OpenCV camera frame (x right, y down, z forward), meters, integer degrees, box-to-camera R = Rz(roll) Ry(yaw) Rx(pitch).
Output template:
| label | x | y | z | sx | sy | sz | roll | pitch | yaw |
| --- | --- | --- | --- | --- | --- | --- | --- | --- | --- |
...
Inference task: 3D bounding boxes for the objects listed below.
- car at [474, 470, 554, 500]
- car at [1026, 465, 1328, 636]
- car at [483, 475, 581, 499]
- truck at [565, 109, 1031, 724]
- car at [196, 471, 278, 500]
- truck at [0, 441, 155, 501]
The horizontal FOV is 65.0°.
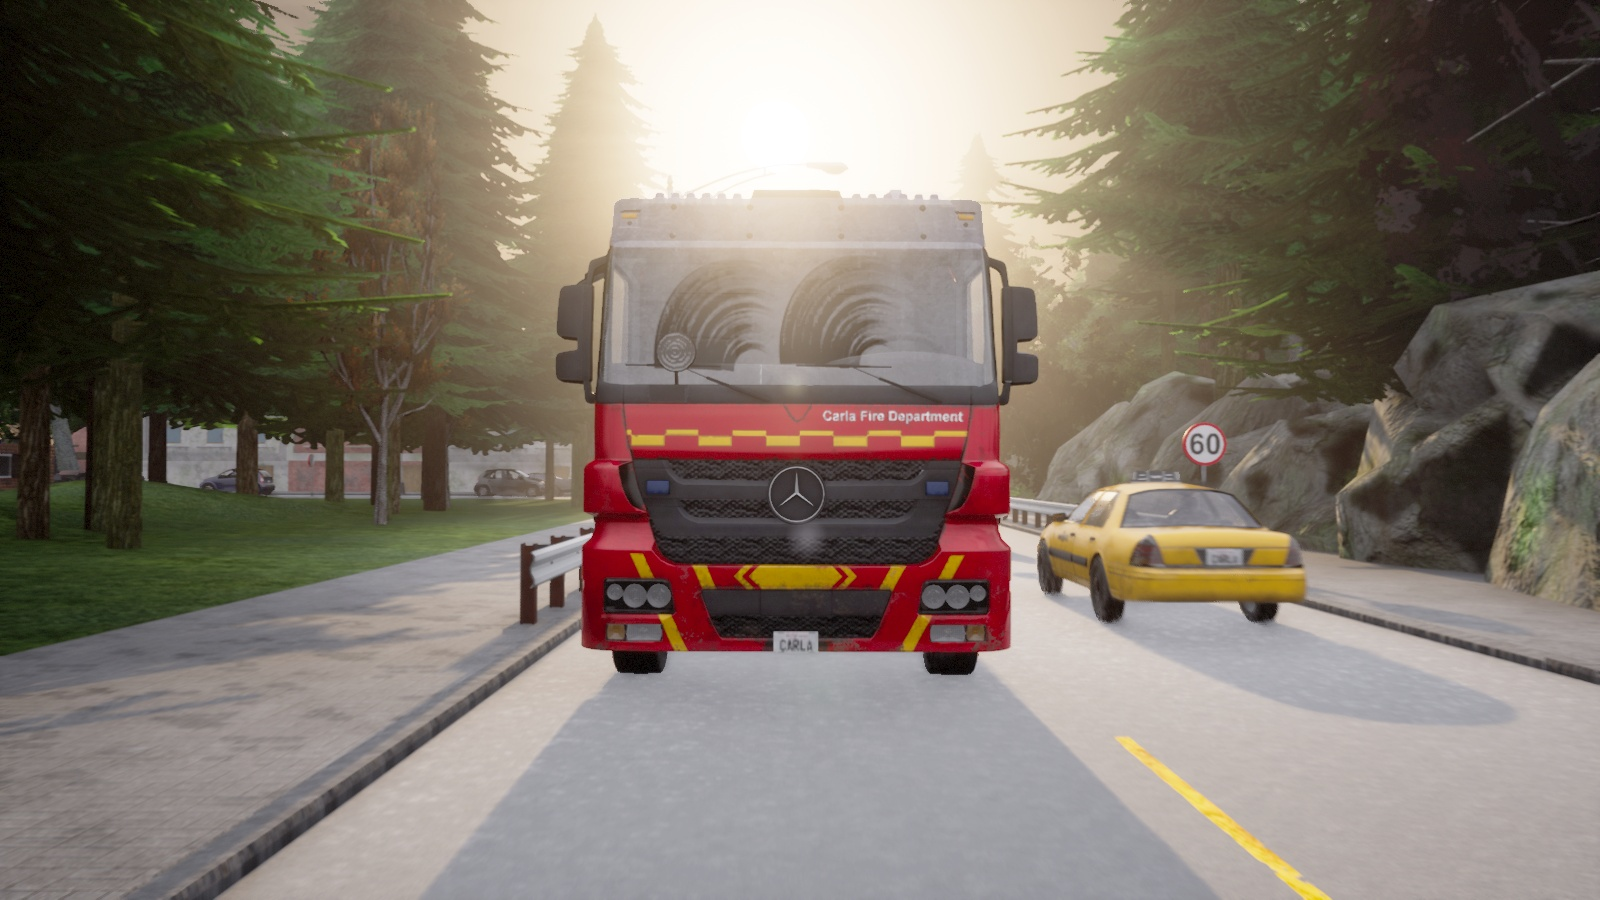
| label | x | y | z | sx | sy | sz | roll | pitch | yaw |
| --- | --- | --- | --- | --- | --- | --- | --- | --- | --- |
| car | -15.798 | 1.940 | 69.506 | 3.988 | 1.617 | 1.851 | 0 | -1 | 0 |
| car | 3.965 | 0.976 | 14.283 | 1.801 | 1.575 | 5.366 | 0 | -1 | 0 |
| car | -15.652 | 2.155 | 73.517 | 5.357 | 1.411 | 2.033 | 0 | -1 | 0 |
| truck | -0.033 | -0.148 | 12.073 | 2.891 | 3.827 | 8.468 | 0 | -1 | 0 |
| car | -32.904 | 2.075 | 73.491 | 3.988 | 1.617 | 1.851 | 0 | -1 | 0 |
| truck | -42.473 | 1.233 | 73.498 | 7.936 | 3.462 | 2.891 | 0 | -1 | 0 |
